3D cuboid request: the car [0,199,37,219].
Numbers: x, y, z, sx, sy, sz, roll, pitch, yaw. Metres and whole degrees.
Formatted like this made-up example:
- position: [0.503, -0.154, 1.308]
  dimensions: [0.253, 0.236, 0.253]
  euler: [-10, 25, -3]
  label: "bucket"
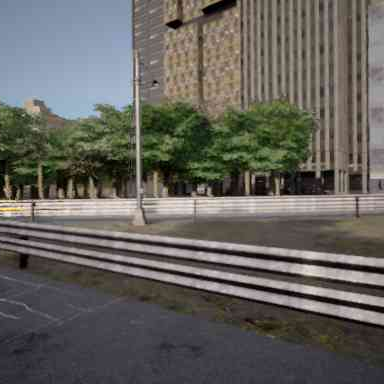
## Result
- position: [-15.415, 1.357, 27.241]
  dimensions: [5.366, 1.575, 1.801]
  euler: [-1, 0, 10]
  label: "car"
